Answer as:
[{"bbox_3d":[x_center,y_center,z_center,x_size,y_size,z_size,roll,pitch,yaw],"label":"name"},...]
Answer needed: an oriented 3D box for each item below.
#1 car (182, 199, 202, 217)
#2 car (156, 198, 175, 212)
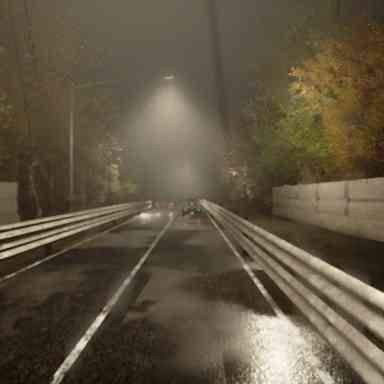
[{"bbox_3d":[0.013,1.669,32.596,1.895,1.301,4.718,0,0,0],"label":"car"},{"bbox_3d":[-3.335,1.505,41.818,2.097,1.767,4.553,0,-1,0],"label":"car"}]
